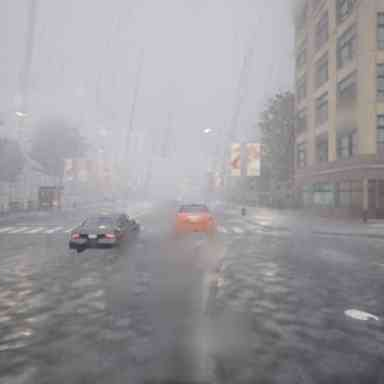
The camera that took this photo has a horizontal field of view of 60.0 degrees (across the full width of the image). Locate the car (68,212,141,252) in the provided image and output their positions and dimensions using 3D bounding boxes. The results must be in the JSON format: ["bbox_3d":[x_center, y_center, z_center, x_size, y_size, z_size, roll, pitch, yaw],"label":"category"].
[{"bbox_3d":[-3.396,1.558,13.856,2.033,1.411,5.357,0,0,0],"label":"car"}]

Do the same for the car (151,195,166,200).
[{"bbox_3d":[-9.869,1.592,94.711,2.002,1.452,4.674,0,0,20],"label":"car"}]

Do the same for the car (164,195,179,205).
[{"bbox_3d":[-3.481,1.647,60.773,1.895,1.301,4.718,0,0,0],"label":"car"}]

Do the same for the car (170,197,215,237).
[{"bbox_3d":[0.105,1.366,18.416,2.097,1.767,4.553,0,0,0],"label":"car"}]

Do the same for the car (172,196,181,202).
[{"bbox_3d":[-3.465,1.652,75.750,1.895,1.301,4.718,0,0,1],"label":"car"}]
